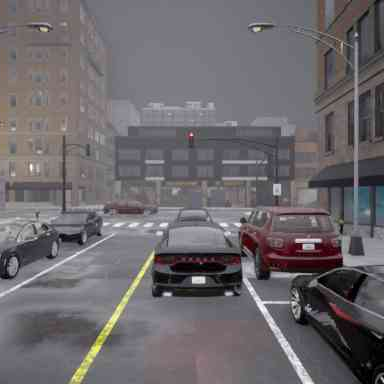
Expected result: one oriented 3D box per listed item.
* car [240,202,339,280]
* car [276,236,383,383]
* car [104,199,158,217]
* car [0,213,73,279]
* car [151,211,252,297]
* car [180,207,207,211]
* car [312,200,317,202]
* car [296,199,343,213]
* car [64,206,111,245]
[{"bbox_3d":[2.622,1.314,9.880,2.192,1.841,5.009,0,0,0],"label":"car"},{"bbox_3d":[2.630,1.566,4.218,1.947,1.339,4.313,0,0,0],"label":"car"},{"bbox_3d":[-5.684,1.456,31.077,5.008,1.535,1.882,0,0,0],"label":"car"},{"bbox_3d":[-5.403,1.550,9.869,2.008,1.369,4.403,0,0,0],"label":"car"},{"bbox_3d":[0.061,1.477,8.627,1.882,1.535,5.008,0,0,-1],"label":"car"},{"bbox_3d":[0.057,1.504,16.202,1.837,1.490,4.892,0,0,0],"label":"car"},{"bbox_3d":[15.248,1.305,34.654,5.566,2.045,2.150,0,0,0],"label":"car"},{"bbox_3d":[14.436,1.605,37.881,4.674,1.442,1.812,0,0,0],"label":"car"},{"bbox_3d":[-5.411,1.565,15.531,1.947,1.339,4.313,0,0,0],"label":"car"}]
